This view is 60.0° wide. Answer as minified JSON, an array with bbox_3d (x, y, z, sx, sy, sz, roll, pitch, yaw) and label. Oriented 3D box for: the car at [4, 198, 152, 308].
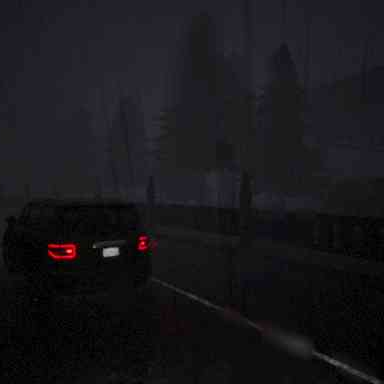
[{"bbox_3d":[-3.060,1.156,8.136,2.150,2.045,5.566,0,1,-37],"label":"car"}]
